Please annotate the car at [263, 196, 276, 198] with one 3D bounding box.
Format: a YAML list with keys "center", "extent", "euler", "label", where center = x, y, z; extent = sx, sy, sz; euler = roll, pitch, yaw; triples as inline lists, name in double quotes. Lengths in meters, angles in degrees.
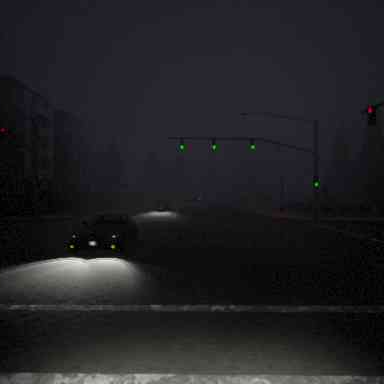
- center: [18.401, 1.331, 81.400]
  extent: [4.902, 1.511, 2.128]
  euler: [0, 0, -33]
  label: "car"

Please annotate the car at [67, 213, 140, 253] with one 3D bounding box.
- center: [-3.375, 1.566, 13.406]
  extent: [1.994, 1.385, 4.181]
  euler: [0, 0, 1]
  label: "car"

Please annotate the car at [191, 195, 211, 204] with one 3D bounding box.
- center: [1.752, 1.269, 64.034]
  extent: [2.097, 1.767, 4.553]
  euler: [0, 0, 32]
  label: "car"

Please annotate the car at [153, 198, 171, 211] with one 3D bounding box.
- center: [-3.493, 1.504, 39.117]
  extent: [2.128, 1.511, 4.902]
  euler: [0, 1, -2]
  label: "car"
